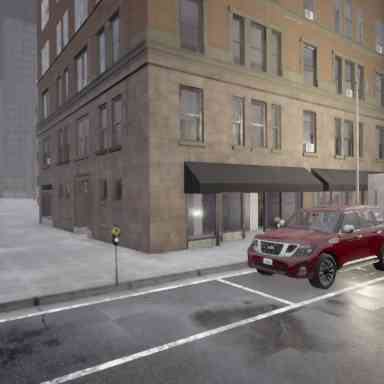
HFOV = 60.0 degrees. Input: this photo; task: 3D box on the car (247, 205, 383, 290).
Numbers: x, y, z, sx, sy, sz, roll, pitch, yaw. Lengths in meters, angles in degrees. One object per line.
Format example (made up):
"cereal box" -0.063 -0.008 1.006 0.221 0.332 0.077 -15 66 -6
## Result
"car" 3.821 1.312 9.279 5.009 1.841 2.192 0 -1 -36
